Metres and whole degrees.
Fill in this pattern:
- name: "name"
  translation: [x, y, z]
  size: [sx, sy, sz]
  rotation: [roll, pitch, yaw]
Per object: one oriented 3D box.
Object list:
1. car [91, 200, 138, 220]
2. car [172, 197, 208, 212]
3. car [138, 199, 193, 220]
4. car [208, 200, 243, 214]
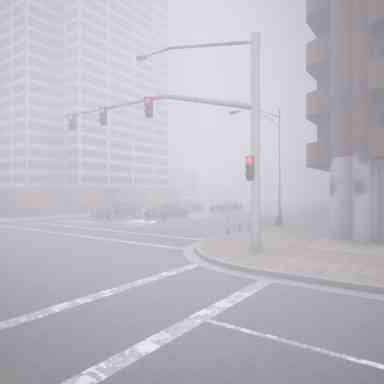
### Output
- name: "car"
  translation: [-6.241, 1.505, 28.188]
  size: [1.837, 1.490, 4.892]
  rotation: [0, 0, 35]
- name: "car"
  translation: [-0.518, 1.563, 36.312]
  size: [1.994, 1.385, 4.181]
  rotation: [0, 0, 35]
- name: "car"
  translation: [-2.131, 1.564, 27.947]
  size: [1.994, 1.385, 4.181]
  rotation: [0, 0, 35]
- name: "car"
  translation: [3.744, 1.601, 36.280]
  size: [1.895, 1.301, 4.718]
  rotation: [0, 0, 35]
